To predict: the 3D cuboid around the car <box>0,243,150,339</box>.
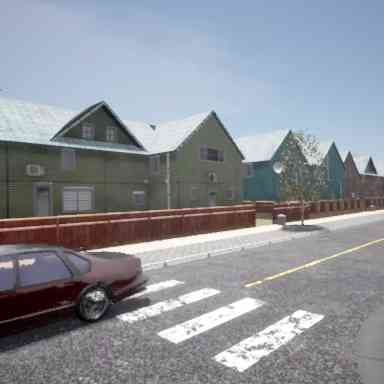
[{"bbox_3d":[-3.270,1.629,5.495,5.357,1.411,2.033,-1,-1,-45],"label":"car"}]
